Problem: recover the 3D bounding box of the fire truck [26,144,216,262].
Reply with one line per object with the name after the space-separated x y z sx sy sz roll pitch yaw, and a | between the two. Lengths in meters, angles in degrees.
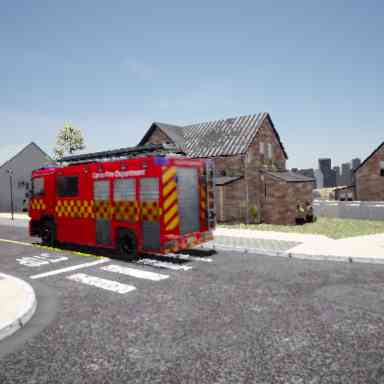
-3.299 0.378 13.595 8.468 3.827 2.891 -1 2 38 | fire truck
